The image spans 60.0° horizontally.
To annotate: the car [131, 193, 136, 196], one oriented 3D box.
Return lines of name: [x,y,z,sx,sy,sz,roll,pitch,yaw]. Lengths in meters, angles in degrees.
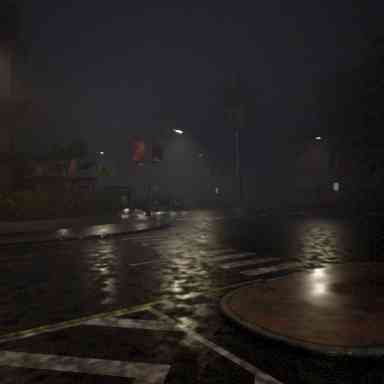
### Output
car: [-13.408,1.220,68.461,2.150,2.045,5.566,0,0,-39]

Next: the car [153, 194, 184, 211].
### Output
car: [-3.198,1.221,41.839,2.150,2.045,5.566,0,0,-35]

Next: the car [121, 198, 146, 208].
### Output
car: [-8.789,1.601,49.848,1.895,1.301,4.718,0,0,-34]

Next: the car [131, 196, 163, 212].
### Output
car: [-5.643,1.526,39.199,1.812,1.442,4.674,0,0,-35]
